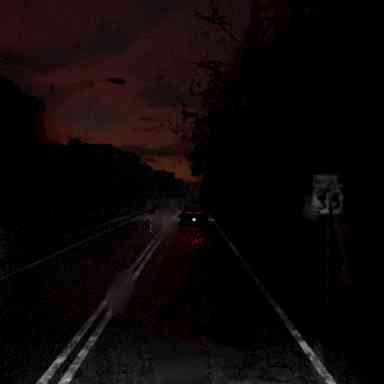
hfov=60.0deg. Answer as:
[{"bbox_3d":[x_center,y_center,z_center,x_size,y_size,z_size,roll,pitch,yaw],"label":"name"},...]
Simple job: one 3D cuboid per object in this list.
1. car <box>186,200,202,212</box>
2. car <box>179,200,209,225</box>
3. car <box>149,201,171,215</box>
[{"bbox_3d":[0.195,1.691,41.840,1.895,1.301,4.718,0,0,0],"label":"car"},{"bbox_3d":[0.136,1.506,23.722,1.837,1.490,4.892,0,0,0],"label":"car"},{"bbox_3d":[-3.278,1.654,34.599,1.895,1.301,4.718,0,0,0],"label":"car"}]
